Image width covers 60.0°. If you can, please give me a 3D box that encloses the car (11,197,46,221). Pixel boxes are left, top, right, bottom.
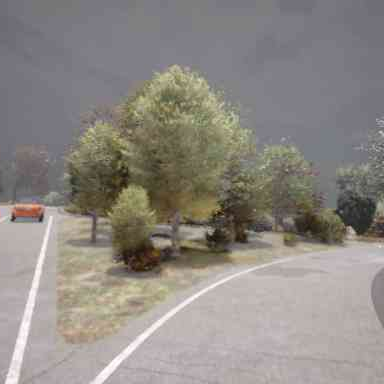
[{"bbox_3d":[-12.454,1.199,25.600,2.097,1.767,4.553,3,-1,-22],"label":"car"}]

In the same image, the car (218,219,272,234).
[{"bbox_3d":[3.498,2.213,24.692,4.892,1.490,1.837,3,-6,11],"label":"car"}]
